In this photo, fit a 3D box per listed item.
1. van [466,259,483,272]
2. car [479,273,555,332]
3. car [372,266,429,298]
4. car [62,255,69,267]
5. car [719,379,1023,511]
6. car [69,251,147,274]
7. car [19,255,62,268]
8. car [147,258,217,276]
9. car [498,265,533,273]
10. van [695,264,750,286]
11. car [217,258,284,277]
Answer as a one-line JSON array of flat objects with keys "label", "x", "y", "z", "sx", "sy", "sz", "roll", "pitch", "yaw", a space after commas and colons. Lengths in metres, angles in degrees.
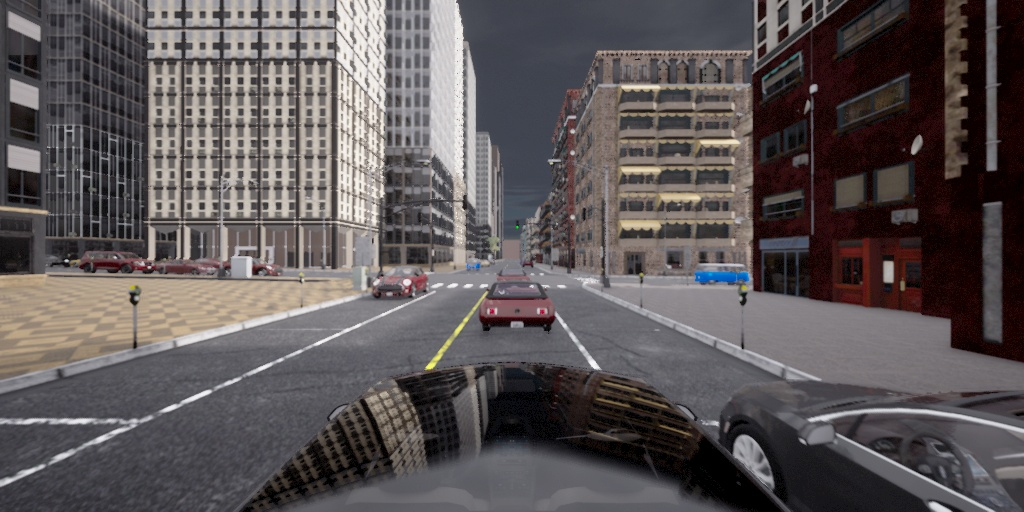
[{"label": "van", "x": -5.488, "y": 1.259, "z": 50.937, "sx": 1.690, "sy": 1.789, "sz": 3.998, "roll": 0, "pitch": 0, "yaw": 0}, {"label": "car", "x": 0.136, "y": 1.381, "z": 10.927, "sx": 1.895, "sy": 1.301, "sz": 4.718, "roll": 0, "pitch": 0, "yaw": 0}, {"label": "car", "x": -5.623, "y": 1.244, "z": 18.464, "sx": 1.967, "sy": 1.591, "sz": 4.097, "roll": 0, "pitch": 0, "yaw": 0}, {"label": "car", "x": -43.553, "y": 0.578, "z": 37.723, "sx": 4.829, "sy": 1.417, "sz": 1.751, "roll": 0, "pitch": 0, "yaw": 0}, {"label": "car", "x": 2.687, "y": 1.300, "z": 1.483, "sx": 2.007, "sy": 1.370, "sz": 4.403, "roll": 0, "pitch": 0, "yaw": 0}, {"label": "car", "x": -32.183, "y": 0.568, "z": 29.319, "sx": 5.009, "sy": 1.841, "sz": 2.192, "roll": 0, "pitch": 0, "yaw": 0}, {"label": "car", "x": -48.959, "y": 0.511, "z": 37.733, "sx": 4.313, "sy": 1.339, "sz": 1.948, "roll": 0, "pitch": 0, "yaw": 0}, {"label": "car", "x": -26.609, "y": 0.943, "z": 29.308, "sx": 4.207, "sy": 1.307, "sz": 1.802, "roll": 0, "pitch": 0, "yaw": 0}, {"label": "car", "x": -0.052, "y": 1.418, "z": 22.145, "sx": 1.895, "sy": 1.301, "sz": 4.718, "roll": 0, "pitch": 0, "yaw": -3}, {"label": "van", "x": 17.024, "y": 1.543, "z": 29.085, "sx": 3.998, "sy": 1.789, "sz": 1.690, "roll": 0, "pitch": 0, "yaw": 0}, {"label": "car", "x": -21.035, "y": 0.908, "z": 29.297, "sx": 4.097, "sy": 1.591, "sz": 1.967, "roll": 0, "pitch": 0, "yaw": 0}]
